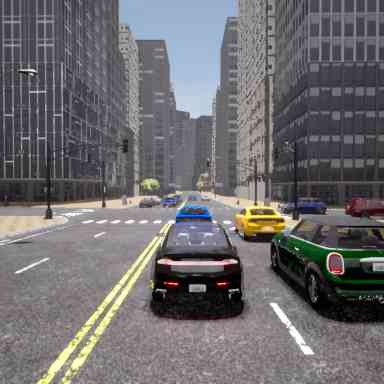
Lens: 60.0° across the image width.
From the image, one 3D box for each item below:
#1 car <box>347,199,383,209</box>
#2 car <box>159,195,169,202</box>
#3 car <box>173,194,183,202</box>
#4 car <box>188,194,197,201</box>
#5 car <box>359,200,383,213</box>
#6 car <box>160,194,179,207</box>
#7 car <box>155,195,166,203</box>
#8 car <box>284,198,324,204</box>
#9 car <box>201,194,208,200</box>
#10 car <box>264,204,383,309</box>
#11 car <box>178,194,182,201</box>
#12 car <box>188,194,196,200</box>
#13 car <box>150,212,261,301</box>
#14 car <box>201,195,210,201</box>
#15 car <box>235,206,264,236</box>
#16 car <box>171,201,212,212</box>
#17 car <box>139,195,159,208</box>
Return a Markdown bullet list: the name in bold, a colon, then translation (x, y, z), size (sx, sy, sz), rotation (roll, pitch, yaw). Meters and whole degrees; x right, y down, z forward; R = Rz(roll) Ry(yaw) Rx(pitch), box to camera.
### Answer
- **car**: translation (16.229, 1.519, 29.396), size (5.009, 1.841, 2.192), rotation (1, 0, 1)
- **car**: translation (-6.425, 1.482, 77.969), size (1.994, 1.385, 4.181), rotation (0, 0, 0)
- **car**: translation (-3.176, 1.286, 77.134), size (2.097, 1.767, 4.553), rotation (0, 0, 0)
- **car**: translation (0.079, 1.273, 80.587), size (2.097, 1.767, 4.553), rotation (0, 0, 0)
- **car**: translation (21.846, 1.643, 37.677), size (4.829, 1.417, 1.752), rotation (1, 0, 1)
- **car**: translation (-3.292, 1.491, 49.511), size (1.812, 1.442, 4.674), rotation (0, 0, 0)
- **car**: translation (-6.443, 1.448, 67.990), size (1.837, 1.490, 4.892), rotation (0, 0, 0)
- **car**: translation (11.719, 1.422, 35.258), size (4.553, 1.767, 2.097), rotation (0, 1, 1)
- **car**: translation (3.339, 1.337, 90.646), size (1.895, 1.301, 4.718), rotation (0, 0, 0)
- **car**: translation (3.357, 1.348, 8.022), size (2.097, 1.767, 4.553), rotation (0, 0, 0)
- **car**: translation (-3.269, 1.519, 58.255), size (1.994, 1.385, 4.181), rotation (0, 0, 1)
- **car**: translation (0.088, 1.267, 90.620), size (2.128, 1.511, 4.902), rotation (0, 0, 0)
- **car**: translation (0.105, 1.488, 8.310), size (2.128, 1.511, 4.902), rotation (0, 0, 0)
- **car**: translation (3.329, 1.513, 80.644), size (1.895, 1.301, 4.718), rotation (0, 0, 0)
- **car**: translation (3.365, 1.469, 17.201), size (1.882, 1.535, 5.008), rotation (0, 0, 0)
- **car**: translation (0.120, 1.468, 17.815), size (1.882, 1.535, 5.008), rotation (0, 0, 1)
- **car**: translation (-6.538, 1.513, 49.082), size (2.033, 1.411, 5.357), rotation (0, 0, 0)
